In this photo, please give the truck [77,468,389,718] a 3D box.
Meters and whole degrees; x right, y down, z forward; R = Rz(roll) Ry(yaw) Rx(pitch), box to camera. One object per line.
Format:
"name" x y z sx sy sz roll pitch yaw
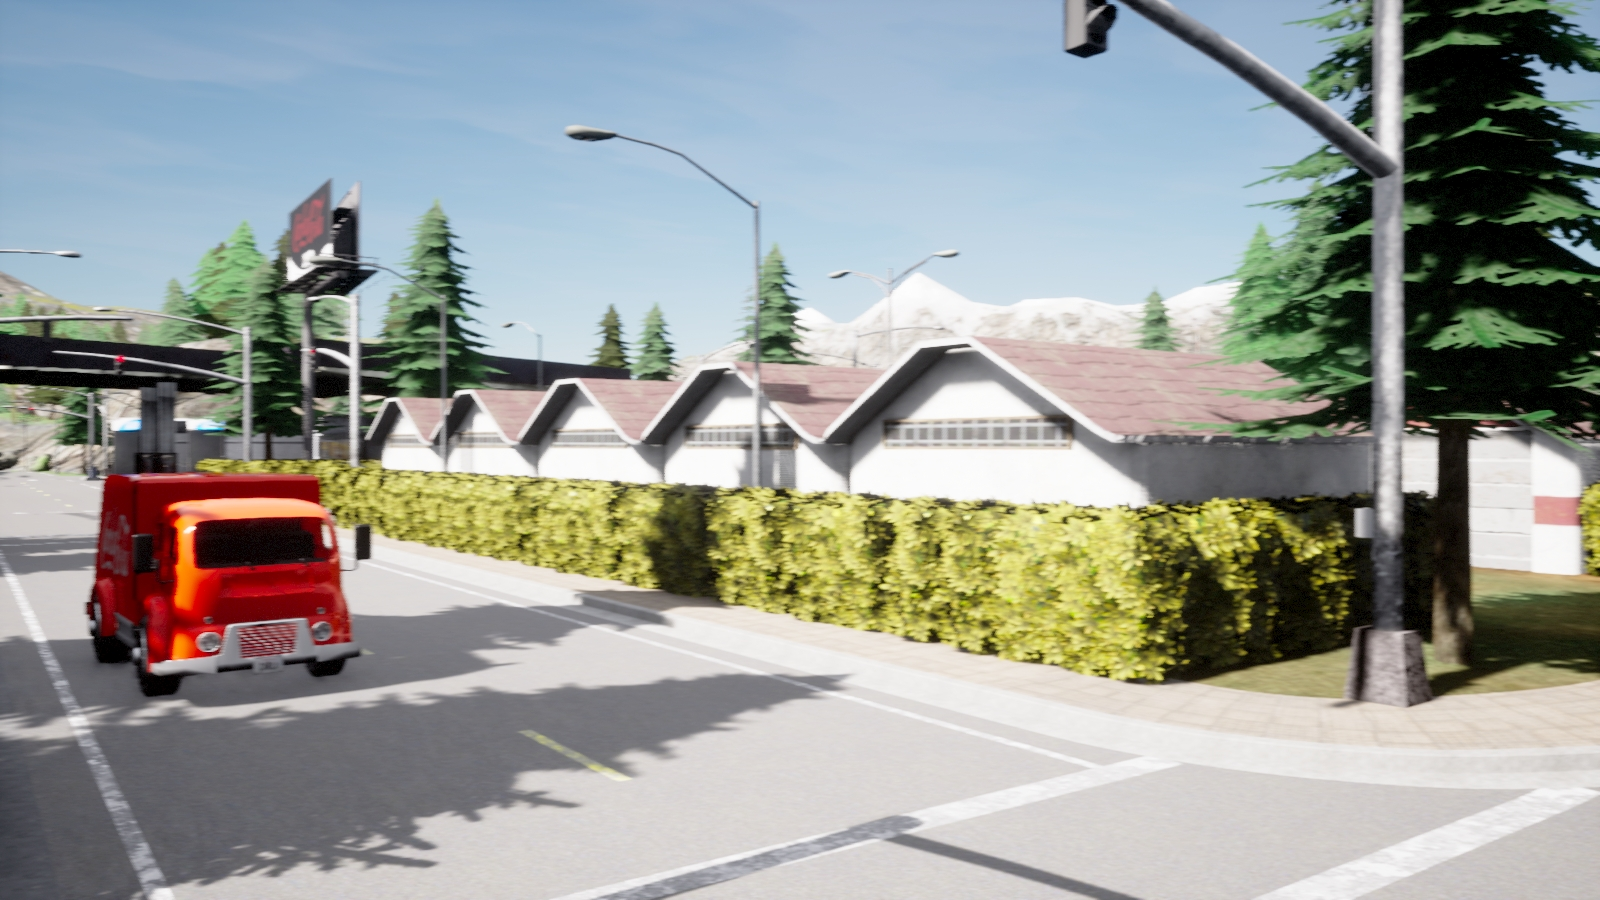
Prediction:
"truck" -7.448 1.522 14.661 2.627 2.467 5.204 0 0 -37
